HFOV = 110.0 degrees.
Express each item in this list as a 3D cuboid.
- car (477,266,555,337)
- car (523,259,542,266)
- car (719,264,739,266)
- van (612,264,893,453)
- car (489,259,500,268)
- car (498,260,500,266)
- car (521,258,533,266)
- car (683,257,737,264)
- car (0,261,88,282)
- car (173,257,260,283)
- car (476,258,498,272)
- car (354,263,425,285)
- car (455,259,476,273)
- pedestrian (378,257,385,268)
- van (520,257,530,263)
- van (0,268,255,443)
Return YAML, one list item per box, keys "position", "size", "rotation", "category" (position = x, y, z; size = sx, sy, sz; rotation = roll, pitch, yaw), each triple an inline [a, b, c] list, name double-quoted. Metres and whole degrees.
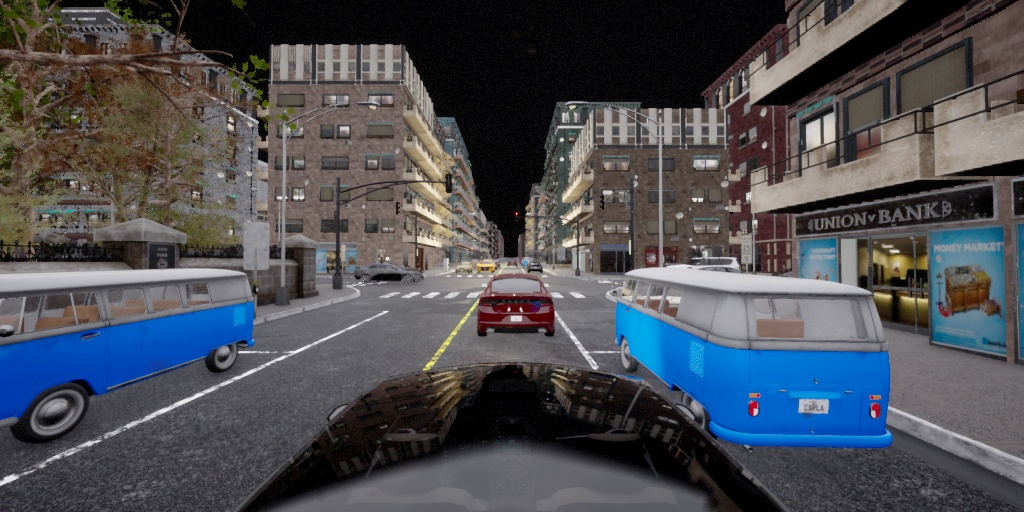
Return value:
- position: [0.097, 1.231, 10.381]
  size: [1.882, 1.535, 5.008]
  rotation: [0, 0, 0]
  category: "car"
- position: [2.690, 1.331, 42.967]
  size: [1.948, 1.339, 4.313]
  rotation: [0, 0, 0]
  category: "car"
- position: [13.533, 1.334, 22.755]
  size: [4.313, 1.339, 1.948]
  rotation: [0, 0, 1]
  category: "car"
- position: [2.658, 1.092, 5.020]
  size: [1.690, 1.789, 3.998]
  rotation: [0, 0, 0]
  category: "van"
- position: [-3.064, 1.302, 63.758]
  size: [1.812, 1.442, 4.674]
  rotation: [0, 0, 0]
  category: "car"
- position: [-3.099, 1.318, 53.619]
  size: [2.033, 1.411, 5.357]
  rotation: [0, 0, 0]
  category: "car"
- position: [2.689, 1.319, 48.609]
  size: [2.007, 1.370, 4.403]
  rotation: [0, 0, 0]
  category: "car"
- position: [15.100, 1.102, 28.526]
  size: [5.566, 2.045, 2.150]
  rotation: [0, -1, 2]
  category: "car"
- position: [-34.541, 1.098, 25.932]
  size: [5.357, 1.411, 2.033]
  rotation: [0, -1, 1]
  category: "car"
- position: [-21.126, 0.976, 25.771]
  size: [4.553, 1.767, 2.097]
  rotation: [0, -1, 1]
  category: "car"
- position: [-3.104, 1.244, 43.658]
  size: [1.882, 1.535, 5.008]
  rotation: [0, 0, 0]
  category: "car"
- position: [-8.688, 1.229, 25.606]
  size: [4.902, 1.511, 2.128]
  rotation: [1, 0, 1]
  category: "car"
- position: [-5.691, 1.291, 42.796]
  size: [1.751, 1.417, 4.829]
  rotation: [0, 0, 0]
  category: "car"
- position: [-12.541, 0.969, 34.408]
  size: [0.375, 1.860, 0.375]
  rotation: [0, -1, 1]
  category: "pedestrian"
- position: [2.689, 1.114, 59.894]
  size: [1.690, 1.789, 3.998]
  rotation: [0, 0, 0]
  category: "van"
- position: [-5.656, 1.092, 5.021]
  size: [1.690, 1.789, 3.998]
  rotation: [0, 0, 0]
  category: "van"
